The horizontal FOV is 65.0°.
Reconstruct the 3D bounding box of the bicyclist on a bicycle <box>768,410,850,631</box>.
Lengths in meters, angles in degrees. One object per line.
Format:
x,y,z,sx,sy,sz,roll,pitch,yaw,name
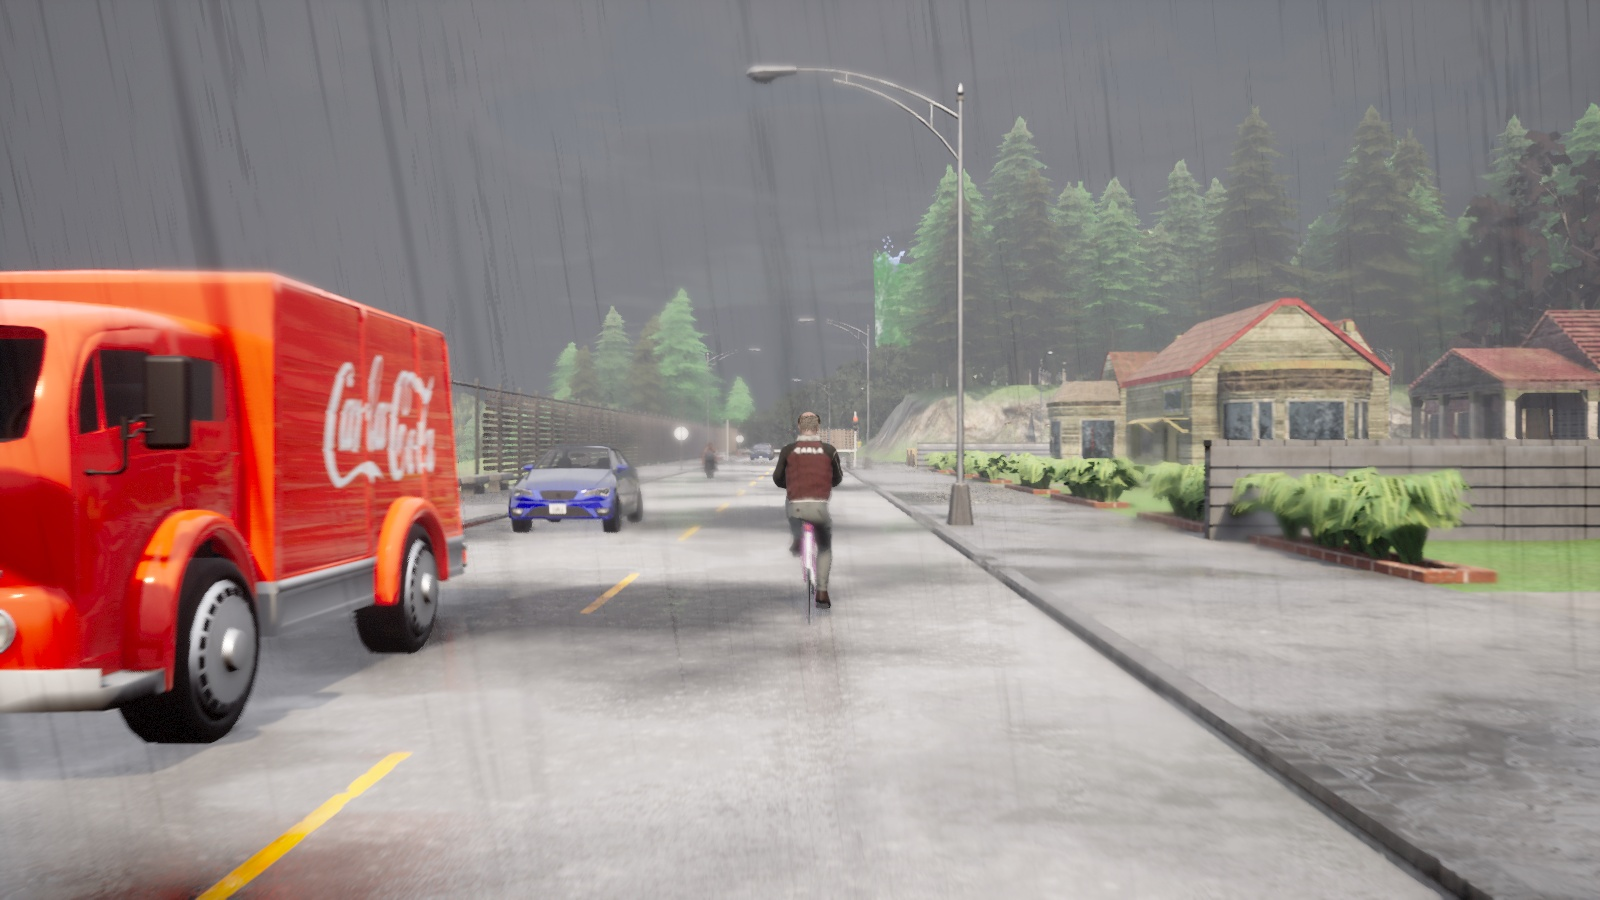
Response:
0.078,0.555,11.008,0.659,1.776,1.843,0,1,0,bicyclist on a bicycle

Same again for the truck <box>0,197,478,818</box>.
-3.941,0.214,7.594,2.627,2.467,5.204,0,0,0,truck

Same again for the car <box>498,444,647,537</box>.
-3.860,0.633,21.975,1.816,1.474,4.193,0,0,0,car

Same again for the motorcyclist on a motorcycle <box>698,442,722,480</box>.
-3.686,0.435,51.537,0.797,1.523,2.044,0,0,0,motorcyclist on a motorcycle
